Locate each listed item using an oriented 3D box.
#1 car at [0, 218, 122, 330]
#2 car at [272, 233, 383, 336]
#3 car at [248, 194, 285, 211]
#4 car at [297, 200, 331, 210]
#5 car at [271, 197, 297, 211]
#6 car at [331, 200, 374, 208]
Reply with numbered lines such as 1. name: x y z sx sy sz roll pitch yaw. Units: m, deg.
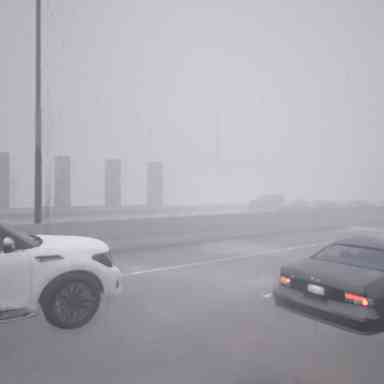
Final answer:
1. car: -3.955 1.222 5.233 5.566 2.045 2.150 0 0 -36
2. car: 3.941 1.556 6.633 5.357 1.411 2.033 0 0 -36
3. car: 9.476 1.260 41.571 5.566 2.045 2.150 0 0 -37
4. car: 14.276 1.586 36.422 5.357 1.411 2.033 0 0 -37
5. car: 12.149 1.587 39.202 5.357 1.411 2.033 0 0 -37
6. car: 16.658 1.516 33.829 5.008 1.535 1.882 0 0 -37
